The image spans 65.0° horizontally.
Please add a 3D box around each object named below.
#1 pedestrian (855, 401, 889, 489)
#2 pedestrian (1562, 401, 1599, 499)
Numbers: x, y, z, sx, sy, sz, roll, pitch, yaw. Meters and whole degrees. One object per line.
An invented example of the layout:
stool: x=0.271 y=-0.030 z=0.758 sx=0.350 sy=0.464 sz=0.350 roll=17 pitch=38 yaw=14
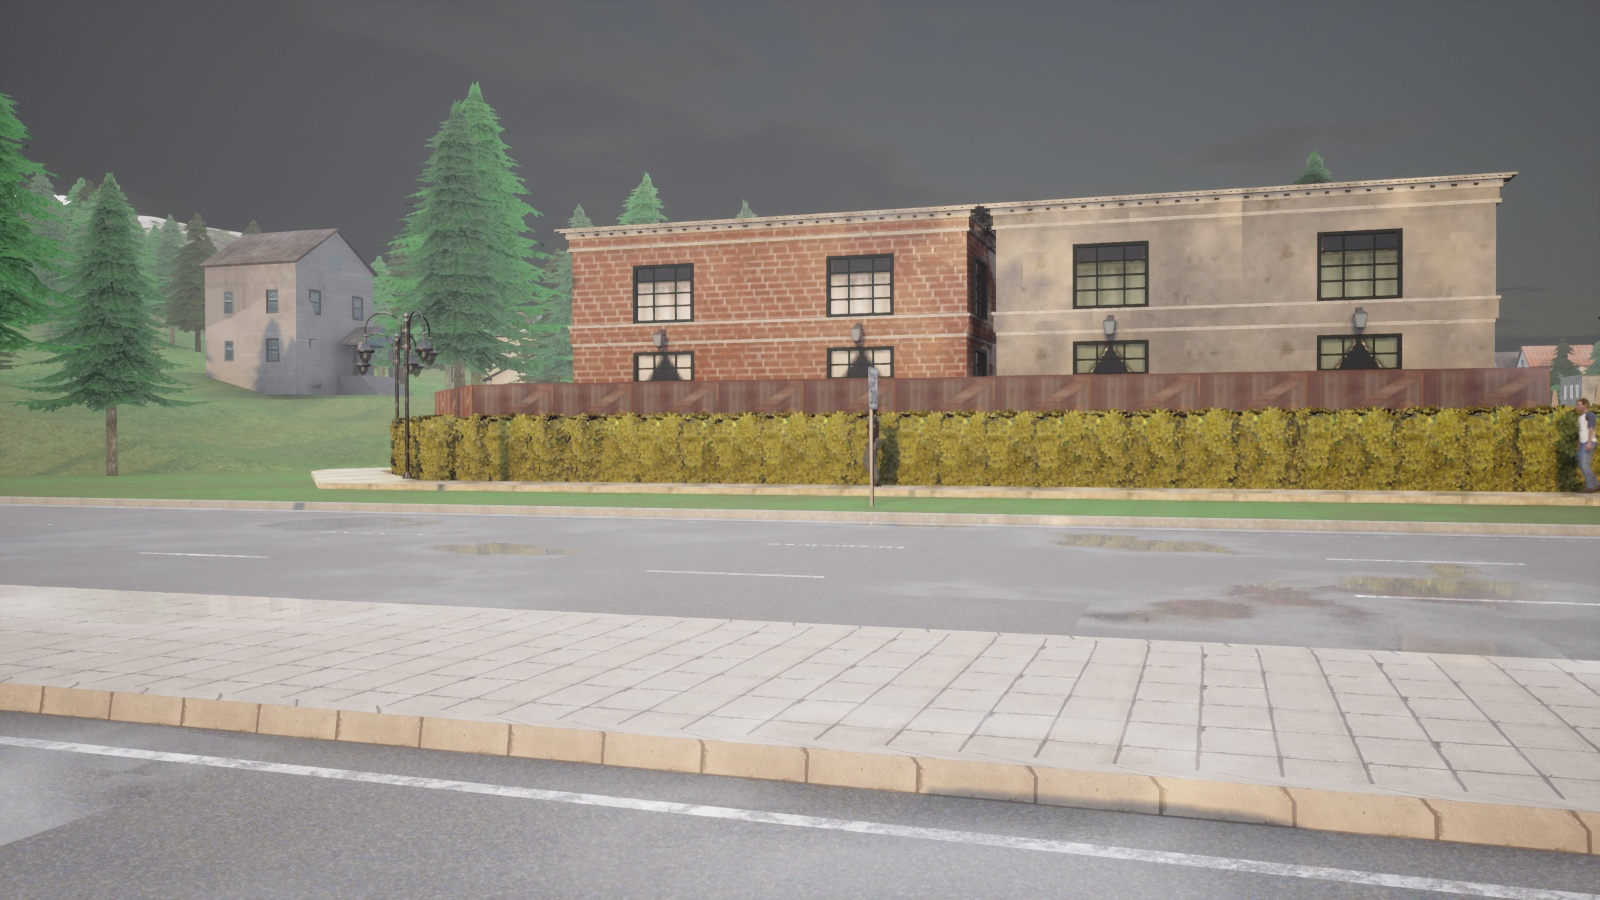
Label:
pedestrian: x=1.599 y=-0.104 z=27.827 sx=0.666 sy=1.930 sz=0.402 roll=1 pitch=1 yaw=19
pedestrian: x=14.904 y=0.002 z=23.797 sx=0.706 sy=1.836 sz=0.354 roll=0 pitch=1 yaw=16
